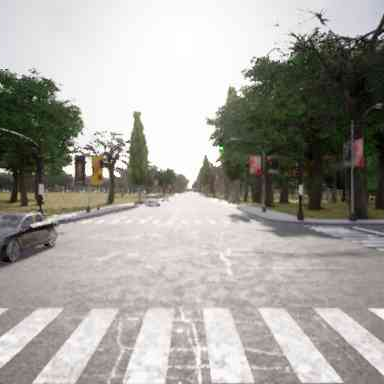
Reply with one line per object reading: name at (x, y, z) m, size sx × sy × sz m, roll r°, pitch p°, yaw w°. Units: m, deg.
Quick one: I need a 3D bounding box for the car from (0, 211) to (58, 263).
car at (-6.500, 1.487, 11.951) m, size 2.128 × 1.511 × 4.902 m, roll 0°, pitch 0°, yaw 0°

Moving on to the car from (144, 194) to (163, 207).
car at (-6.514, 1.432, 54.515) m, size 2.150 × 2.045 × 5.566 m, roll 0°, pitch 1°, yaw 0°

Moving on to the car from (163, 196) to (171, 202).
car at (-6.521, 1.810, 83.301) m, size 1.812 × 1.442 × 4.674 m, roll 0°, pitch 0°, yaw 0°
